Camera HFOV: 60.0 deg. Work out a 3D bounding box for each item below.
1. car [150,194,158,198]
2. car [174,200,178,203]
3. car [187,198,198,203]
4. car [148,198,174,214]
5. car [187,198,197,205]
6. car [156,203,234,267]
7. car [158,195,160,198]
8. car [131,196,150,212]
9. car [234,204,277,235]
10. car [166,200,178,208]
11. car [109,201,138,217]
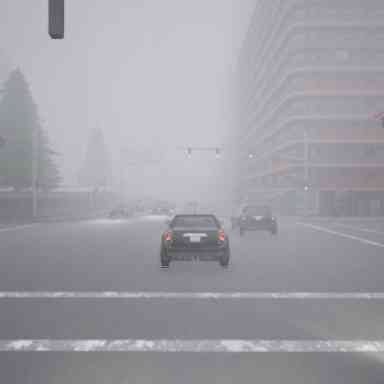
[{"bbox_3d":[-7.076,1.612,52.351,2.150,2.045,5.566,0,0,0],"label":"car"},{"bbox_3d":[-3.596,1.933,49.397,1.994,1.385,4.181,0,0,0],"label":"car"},{"bbox_3d":[0.069,1.964,58.626,1.812,1.442,4.674,0,0,0],"label":"car"},{"bbox_3d":[-3.617,1.787,39.511,2.128,1.511,4.902,0,0,0],"label":"car"},{"bbox_3d":[-0.040,2.085,74.919,2.128,1.511,4.902,0,0,0],"label":"car"},{"bbox_3d":[0.093,1.426,11.873,2.097,1.767,4.553,0,-1,0],"label":"car"},{"bbox_3d":[-7.034,1.692,62.996,2.150,2.045,5.566,0,0,0],"label":"car"},{"bbox_3d":[-7.112,1.673,42.936,2.097,1.767,4.553,0,0,0],"label":"car"},{"bbox_3d":[3.585,1.473,19.993,2.097,1.767,4.553,0,0,0],"label":"car"},{"bbox_3d":[-3.532,2.045,59.529,1.895,1.301,4.718,0,0,0],"label":"car"},{"bbox_3d":[-7.117,1.855,34.040,1.895,1.301,4.718,0,0,0],"label":"car"}]
